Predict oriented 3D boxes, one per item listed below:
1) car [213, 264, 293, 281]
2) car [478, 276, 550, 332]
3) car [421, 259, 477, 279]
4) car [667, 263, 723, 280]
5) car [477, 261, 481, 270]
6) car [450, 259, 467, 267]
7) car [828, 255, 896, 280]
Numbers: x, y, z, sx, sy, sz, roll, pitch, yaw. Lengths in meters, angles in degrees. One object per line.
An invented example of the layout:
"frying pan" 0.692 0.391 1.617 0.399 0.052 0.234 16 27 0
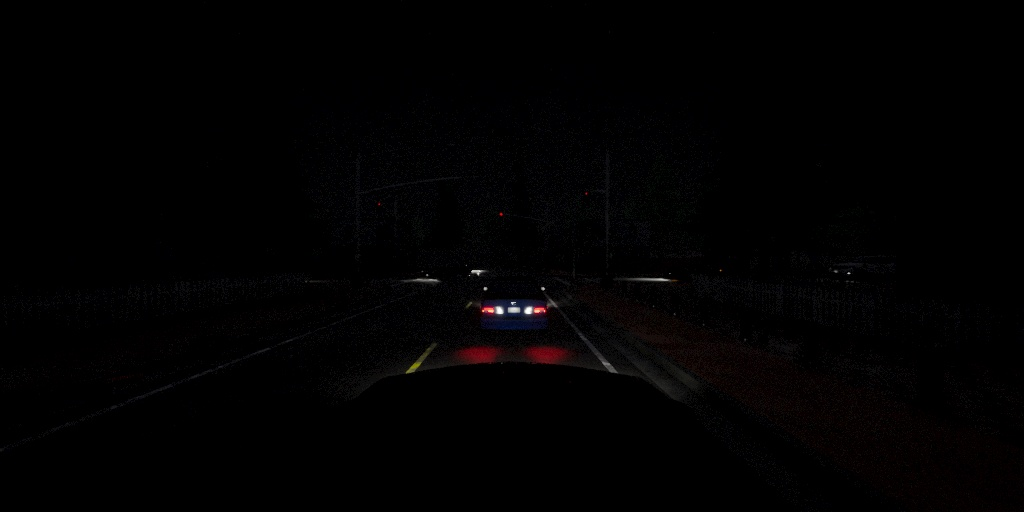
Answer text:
"car" -19.834 1.282 27.549 5.357 1.411 2.033 0 0 2
"car" 0.065 1.297 10.800 2.033 1.411 5.357 0 0 0
"car" -5.899 1.275 33.037 2.033 1.411 5.357 0 0 31
"car" 15.324 1.299 30.211 4.181 1.385 1.994 0 0 2
"car" -5.441 1.280 50.081 1.994 1.385 4.181 0 0 -10
"car" -9.747 1.220 64.632 1.837 1.490 4.892 0 0 -23
"car" 29.730 0.958 29.779 5.566 2.045 2.150 0 0 2
